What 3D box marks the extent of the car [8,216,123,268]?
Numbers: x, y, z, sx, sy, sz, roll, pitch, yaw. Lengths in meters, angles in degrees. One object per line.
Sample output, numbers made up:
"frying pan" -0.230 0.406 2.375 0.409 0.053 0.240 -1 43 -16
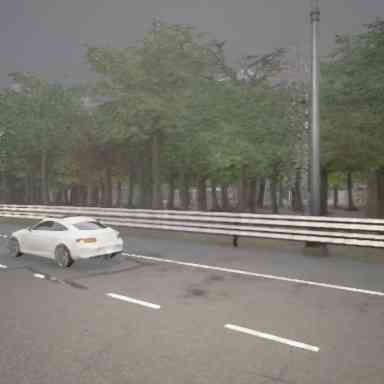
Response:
"car" -4.345 1.538 11.275 4.674 1.442 1.812 0 0 36
